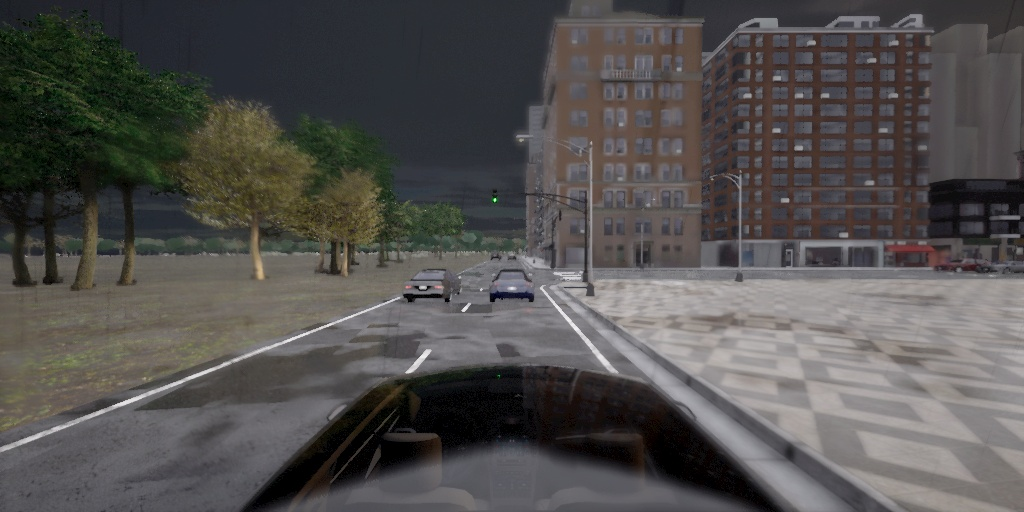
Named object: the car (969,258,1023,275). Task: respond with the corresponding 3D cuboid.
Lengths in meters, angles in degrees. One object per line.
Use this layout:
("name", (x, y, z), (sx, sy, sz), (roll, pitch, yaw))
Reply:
("car", (47.530, 1.123, 34.446), (4.181, 1.385, 1.994), (0, 1, 0))

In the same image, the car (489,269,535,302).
("car", (0.000, 1.279, 16.606), (1.994, 1.385, 4.181), (0, 0, 0))

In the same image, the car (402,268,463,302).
("car", (-3.500, 1.270, 16.605), (2.033, 1.411, 5.357), (0, 0, 0))

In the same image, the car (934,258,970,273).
("car", (47.549, 0.999, 37.694), (5.008, 1.535, 1.882), (0, 1, 0))
